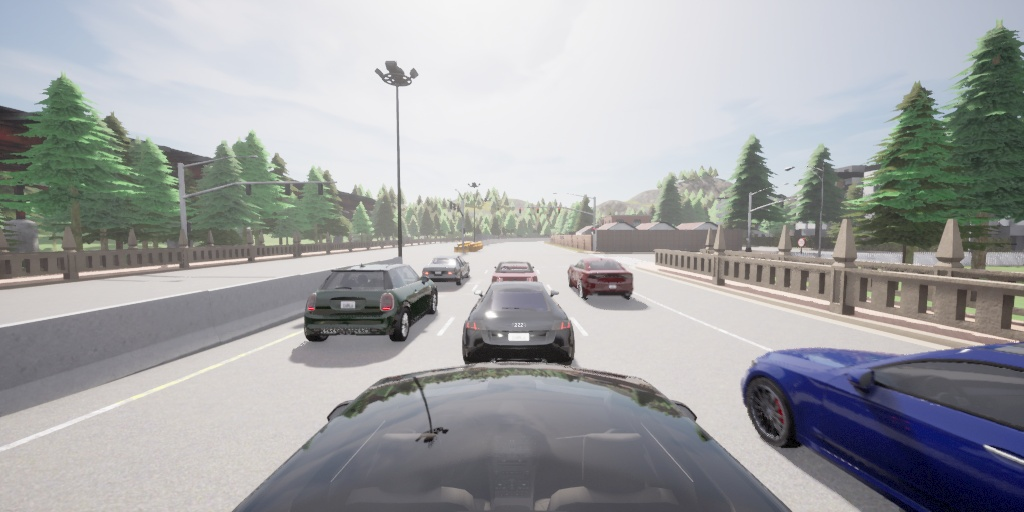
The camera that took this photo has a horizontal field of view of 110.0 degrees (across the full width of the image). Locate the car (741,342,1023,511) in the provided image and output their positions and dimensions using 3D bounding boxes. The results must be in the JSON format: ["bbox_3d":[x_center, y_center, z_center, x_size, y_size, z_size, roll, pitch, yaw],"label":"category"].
[{"bbox_3d":[3.587,1.272,2.228,1.812,1.442,4.674,0,0,0],"label":"car"}]

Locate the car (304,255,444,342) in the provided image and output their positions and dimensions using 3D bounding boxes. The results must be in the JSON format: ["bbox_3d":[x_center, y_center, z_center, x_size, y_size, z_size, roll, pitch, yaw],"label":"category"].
[{"bbox_3d":[-3.395,0.957,9.550,2.097,1.767,4.553,0,2,0],"label":"car"}]

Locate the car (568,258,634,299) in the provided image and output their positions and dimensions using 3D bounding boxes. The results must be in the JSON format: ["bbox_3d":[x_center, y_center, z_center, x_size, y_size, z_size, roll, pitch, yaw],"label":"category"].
[{"bbox_3d":[3.610,0.806,15.329,1.882,1.535,5.008,0,3,0],"label":"car"}]

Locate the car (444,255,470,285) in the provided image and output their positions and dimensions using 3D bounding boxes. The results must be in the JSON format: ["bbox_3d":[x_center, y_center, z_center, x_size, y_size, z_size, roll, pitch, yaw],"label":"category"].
[{"bbox_3d":[-3.388,0.670,18.972,2.033,1.411,5.357,0,3,0],"label":"car"}]

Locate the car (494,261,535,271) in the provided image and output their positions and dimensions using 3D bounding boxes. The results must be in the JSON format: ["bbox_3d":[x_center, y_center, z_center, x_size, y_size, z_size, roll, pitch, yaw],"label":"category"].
[{"bbox_3d":[0.110,0.860,16.556,1.895,1.301,4.718,0,3,0],"label":"car"}]

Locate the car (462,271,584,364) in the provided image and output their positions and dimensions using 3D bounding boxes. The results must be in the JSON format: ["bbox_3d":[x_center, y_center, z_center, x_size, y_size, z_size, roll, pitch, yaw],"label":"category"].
[{"bbox_3d":[0.106,1.222,7.794,1.994,1.385,4.181,0,2,0],"label":"car"}]
